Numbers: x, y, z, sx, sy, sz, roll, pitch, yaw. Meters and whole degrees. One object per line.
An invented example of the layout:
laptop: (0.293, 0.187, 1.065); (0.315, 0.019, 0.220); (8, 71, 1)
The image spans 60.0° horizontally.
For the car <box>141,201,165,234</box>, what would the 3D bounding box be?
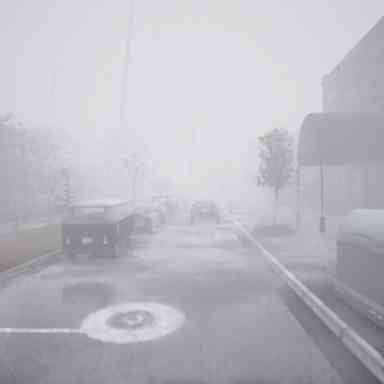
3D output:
car: (-3.057, 1.517, 19.304); (2.163, 1.488, 4.792); (0, 1, 1)

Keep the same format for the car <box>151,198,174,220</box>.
car: (-2.803, 1.489, 24.809); (2.231, 1.521, 4.892); (0, 1, 1)

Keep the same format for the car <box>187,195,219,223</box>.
car: (0.999, 1.358, 25.665); (2.097, 1.767, 4.553); (0, 0, 3)

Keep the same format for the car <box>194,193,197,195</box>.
car: (-0.543, 1.550, 73.843); (1.946, 1.575, 5.366); (0, 0, 5)

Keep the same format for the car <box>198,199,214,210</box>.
car: (1.790, 1.576, 43.024); (1.994, 1.385, 4.181); (0, 0, 3)

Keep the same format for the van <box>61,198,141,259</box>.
van: (-3.354, 1.258, 12.799); (1.878, 1.987, 4.442); (0, 1, 0)

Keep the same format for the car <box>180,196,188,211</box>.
car: (-2.039, 1.558, 41.448); (2.002, 1.452, 4.674); (0, 0, 3)

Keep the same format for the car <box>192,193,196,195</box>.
car: (-1.021, 1.535, 63.602); (2.097, 1.535, 5.008); (0, 0, 5)

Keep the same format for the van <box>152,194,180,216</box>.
van: (-2.537, 1.288, 30.488); (1.878, 1.987, 4.442); (0, 0, 5)

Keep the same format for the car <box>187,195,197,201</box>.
car: (-0.003, 1.588, 85.768); (2.231, 1.521, 4.892); (0, -1, 5)

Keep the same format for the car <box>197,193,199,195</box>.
car: (-0.258, 1.578, 80.218); (2.097, 1.535, 5.008); (0, 0, 5)

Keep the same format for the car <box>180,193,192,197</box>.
car: (-1.730, 1.284, 48.186); (2.435, 2.045, 5.566); (0, 0, 3)
